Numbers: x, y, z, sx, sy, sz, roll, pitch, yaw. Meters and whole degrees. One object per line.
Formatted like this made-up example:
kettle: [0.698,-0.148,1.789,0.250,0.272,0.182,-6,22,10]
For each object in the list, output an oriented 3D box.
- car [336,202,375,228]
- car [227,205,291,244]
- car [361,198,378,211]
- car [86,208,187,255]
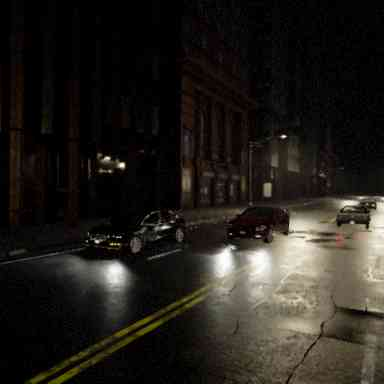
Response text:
car: [10.851,1.569,22.091,1.895,1.301,4.718,1,0,30]
car: [3.360,1.425,16.053,1.882,1.535,5.008,1,0,30]
car: [20.823,1.459,39.280,2.033,1.411,5.357,1,1,30]
car: [-1.988,1.424,13.310,1.837,1.490,4.892,1,0,30]
